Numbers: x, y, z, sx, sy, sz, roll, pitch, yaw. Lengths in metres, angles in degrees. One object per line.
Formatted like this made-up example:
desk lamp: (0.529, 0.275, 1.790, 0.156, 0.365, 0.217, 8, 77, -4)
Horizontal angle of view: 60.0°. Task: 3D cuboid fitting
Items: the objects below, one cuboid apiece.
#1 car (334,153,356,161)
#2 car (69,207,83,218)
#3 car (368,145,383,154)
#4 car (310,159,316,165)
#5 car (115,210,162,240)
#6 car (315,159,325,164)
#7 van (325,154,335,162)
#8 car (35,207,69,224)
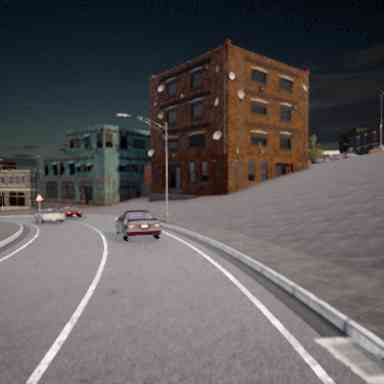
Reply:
car: (26.107, -5.563, 55.241, 2.231, 1.521, 4.892, 0, 1, 4)
car: (-14.400, 2.376, 38.410, 1.895, 1.301, 4.718, -2, -1, -40)
car: (25.396, -5.410, 44.248, 2.185, 1.767, 4.553, 0, 1, 4)
car: (27.173, -6.196, 71.725, 2.435, 2.045, 5.566, 0, 1, 4)
car: (-3.001, 1.678, 17.883, 2.033, 1.411, 5.357, -1, -1, -18)
car: (26.821, -5.784, 66.256, 2.002, 1.452, 4.674, 0, 1, 4)
van: (26.455, -5.920, 60.621, 1.878, 1.987, 4.442, 0, 1, 4)
car: (-13.039, 2.196, 30.412, 1.895, 1.301, 4.718, -2, -1, -33)
